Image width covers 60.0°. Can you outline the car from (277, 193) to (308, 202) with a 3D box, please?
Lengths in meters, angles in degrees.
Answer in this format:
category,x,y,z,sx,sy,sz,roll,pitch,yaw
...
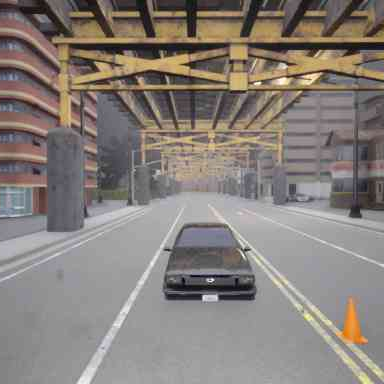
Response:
category,x,y,z,sx,sy,sz,roll,pitch,yaw
car,17.831,0.959,58.984,4.974,1.542,2.038,0,1,25

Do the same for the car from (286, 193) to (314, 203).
category,x,y,z,sx,sy,sz,roll,pitch,yaw
car,17.482,1.006,54.827,4.974,1.542,2.038,0,1,-20

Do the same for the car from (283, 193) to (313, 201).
category,x,y,z,sx,sy,sz,roll,pitch,yaw
car,17.531,0.848,54.843,4.536,1.218,1.853,0,1,-20

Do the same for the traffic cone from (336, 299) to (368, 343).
category,x,y,z,sx,sy,sz,roll,pitch,yaw
traffic cone,2.455,1.949,5.111,0.340,0.580,0.340,0,0,0

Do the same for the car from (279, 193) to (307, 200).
category,x,y,z,sx,sy,sz,roll,pitch,yaw
car,17.878,0.801,58.960,4.536,1.218,1.853,0,1,25

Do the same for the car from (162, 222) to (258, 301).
category,x,y,z,sx,sy,sz,roll,pitch,yaw
car,0.364,1.533,8.719,2.033,1.411,5.357,0,0,1
